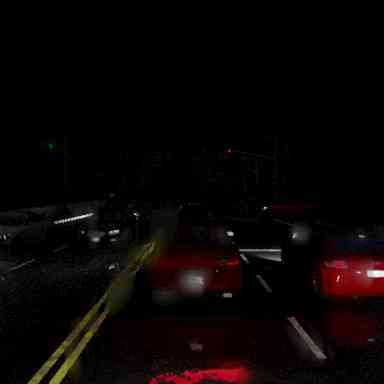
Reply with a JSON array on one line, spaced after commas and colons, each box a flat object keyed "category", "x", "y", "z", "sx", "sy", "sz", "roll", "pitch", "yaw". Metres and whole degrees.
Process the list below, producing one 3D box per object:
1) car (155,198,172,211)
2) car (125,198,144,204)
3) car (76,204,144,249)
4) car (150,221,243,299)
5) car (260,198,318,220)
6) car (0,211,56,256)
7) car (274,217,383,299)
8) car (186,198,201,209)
[{"category": "car", "x": -3.493, "y": 1.505, "z": 41.407, "sx": 1.837, "sy": 1.490, "sz": 4.892, "roll": 0, "pitch": 0, "yaw": 0}, {"category": "car", "x": -6.997, "y": 1.491, "z": 40.480, "sx": 2.128, "sy": 1.511, "sz": 4.902, "roll": 0, "pitch": 0, "yaw": 0}, {"category": "car", "x": -3.569, "y": 1.491, "z": 14.757, "sx": 2.128, "sy": 1.511, "sz": 4.902, "roll": 0, "pitch": 0, "yaw": 0}, {"category": "car", "x": 0.100, "y": 1.478, "z": 8.540, "sx": 1.882, "sy": 1.535, "sz": 5.008, "roll": 0, "pitch": 0, "yaw": 0}, {"category": "car", "x": 7.892, "y": 1.330, "z": 27.310, "sx": 4.553, "sy": 1.767, "sz": 2.097, "roll": -1, "pitch": 0, "yaw": 14}, {"category": "car", "x": -7.058, "y": 1.525, "z": 13.304, "sx": 1.812, "sy": 1.442, "sz": 4.674, "roll": 0, "pitch": 0, "yaw": 0}, {"category": "car", "x": 3.639, "y": 1.564, "z": 8.491, "sx": 1.994, "sy": 1.385, "sz": 4.181, "roll": 0, "pitch": 0, "yaw": 1}, {"category": "car", "x": 0.197, "y": 1.547, "z": 44.807, "sx": 2.033, "sy": 1.411, "sz": 5.357, "roll": 0, "pitch": 0, "yaw": 0}]
